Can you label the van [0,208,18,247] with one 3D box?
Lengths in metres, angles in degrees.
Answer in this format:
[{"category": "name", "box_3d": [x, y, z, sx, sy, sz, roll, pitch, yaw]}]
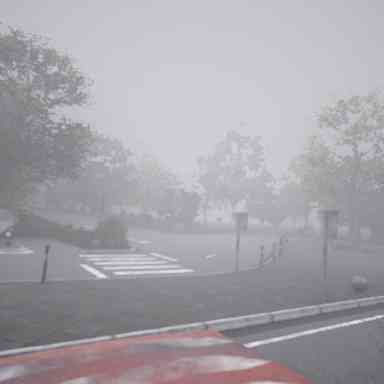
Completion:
[{"category": "van", "box_3d": [-11.113, 1.892, 18.674, 1.878, 1.987, 4.442, 9, -5, -35]}]
